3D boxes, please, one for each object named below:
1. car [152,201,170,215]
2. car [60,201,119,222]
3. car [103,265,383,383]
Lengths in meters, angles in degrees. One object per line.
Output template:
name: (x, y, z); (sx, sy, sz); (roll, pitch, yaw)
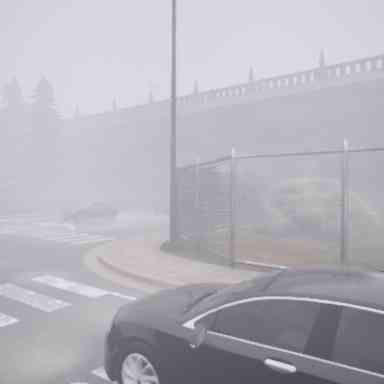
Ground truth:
car: (-1.856, 1.508, 33.433); (1.895, 1.301, 4.718); (1, 0, 36)
car: (-7.693, 1.432, 25.295); (1.812, 1.442, 4.674); (1, 0, 36)
car: (1.200, 1.500, 3.148); (4.892, 1.490, 1.837); (1, 0, 36)
